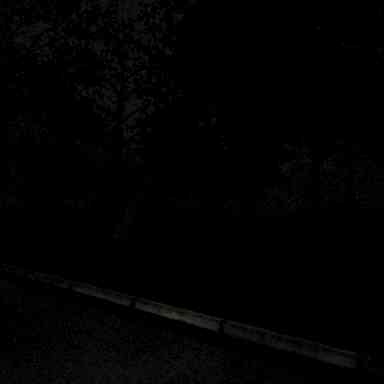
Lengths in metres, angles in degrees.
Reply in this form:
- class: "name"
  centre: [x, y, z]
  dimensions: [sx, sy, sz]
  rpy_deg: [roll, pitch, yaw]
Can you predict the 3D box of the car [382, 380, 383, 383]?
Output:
- class: "car"
  centre: [3.608, 1.224, 0.810]
  dimensions: [5.566, 2.045, 2.150]
  rpy_deg: [0, 0, 35]
